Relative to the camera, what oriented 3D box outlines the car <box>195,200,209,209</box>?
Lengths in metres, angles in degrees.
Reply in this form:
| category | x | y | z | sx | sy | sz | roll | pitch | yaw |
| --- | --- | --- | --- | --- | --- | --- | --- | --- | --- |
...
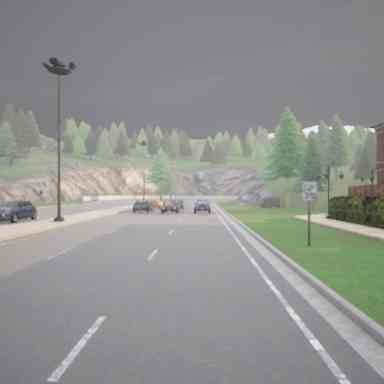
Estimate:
| category | x | y | z | sx | sy | sz | roll | pitch | yaw |
| --- | --- | --- | --- | --- | --- | --- | --- | --- | --- |
| car | 1.498 | 1.816 | 49.466 | 1.895 | 1.301 | 4.718 | 0 | 0 | 2 |

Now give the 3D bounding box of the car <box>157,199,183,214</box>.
| category | x | y | z | sx | sy | sz | roll | pitch | yaw |
| --- | --- | --- | --- | --- | --- | --- | --- | --- | --- |
| car | -2.378 | 1.765 | 37.756 | 1.895 | 1.301 | 4.718 | 0 | 0 | 2 |

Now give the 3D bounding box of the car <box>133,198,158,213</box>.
| category | x | y | z | sx | sy | sz | roll | pitch | yaw |
| --- | --- | --- | --- | --- | --- | --- | --- | --- | --- |
| car | -5.813 | 1.664 | 39.777 | 2.128 | 1.511 | 4.902 | 0 | 0 | 2 |

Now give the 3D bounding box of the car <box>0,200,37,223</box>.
| category | x | y | z | sx | sy | sz | roll | pitch | yaw |
| --- | --- | --- | --- | --- | --- | --- | --- | --- | --- |
| car | -14.362 | 1.466 | 26.610 | 2.097 | 1.767 | 4.553 | 0 | 0 | 2 |

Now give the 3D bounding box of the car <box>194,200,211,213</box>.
| category | x | y | z | sx | sy | sz | roll | pitch | yaw |
| --- | --- | --- | --- | --- | --- | --- | --- | --- | --- |
| car | 1.190 | 1.695 | 38.899 | 1.812 | 1.442 | 4.674 | 0 | 0 | 2 |

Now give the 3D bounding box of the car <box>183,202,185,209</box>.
| category | x | y | z | sx | sy | sz | roll | pitch | yaw |
| --- | --- | --- | --- | --- | --- | --- | --- | --- | --- |
| car | -2.121 | 1.756 | 47.969 | 2.033 | 1.411 | 5.357 | 0 | 0 | 2 |
